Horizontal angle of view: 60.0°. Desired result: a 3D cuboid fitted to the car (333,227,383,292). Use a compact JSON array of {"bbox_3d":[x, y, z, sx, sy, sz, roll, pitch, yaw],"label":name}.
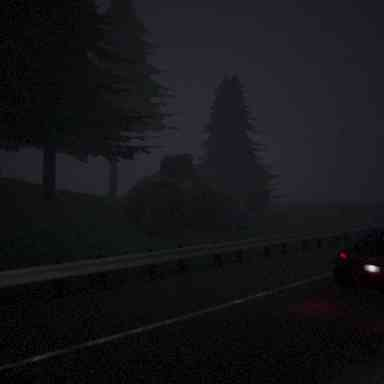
[{"bbox_3d":[5.282,1.560,8.191,4.181,1.385,1.994,0,0,-40],"label":"car"}]
